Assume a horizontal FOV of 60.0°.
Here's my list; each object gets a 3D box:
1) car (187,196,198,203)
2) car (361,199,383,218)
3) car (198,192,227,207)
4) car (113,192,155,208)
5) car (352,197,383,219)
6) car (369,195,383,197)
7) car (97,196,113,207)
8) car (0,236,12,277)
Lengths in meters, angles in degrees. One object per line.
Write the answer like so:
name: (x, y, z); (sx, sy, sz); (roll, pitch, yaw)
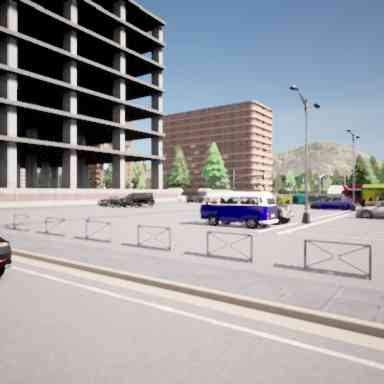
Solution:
car: (0.799, 1.380, 61.544); (1.994, 1.385, 4.181); (0, 0, 35)
car: (16.157, 1.354, 27.257); (3.905, 1.438, 1.784); (0, 0, 36)
car: (3.680, 1.220, 59.554); (2.097, 1.767, 4.553); (0, 0, 35)
car: (-7.330, 1.035, 44.117); (2.150, 2.045, 5.566); (0, 0, 35)
car: (14.471, 1.385, 24.904); (3.806, 1.475, 1.970); (0, 0, 36)
car: (17.679, 1.143, 29.468); (4.605, 1.855, 1.932); (0, 0, 36)
car: (-10.685, 1.291, 45.433); (2.128, 1.511, 4.902); (0, 0, 35)
car: (-6.623, 1.449, 8.670); (4.902, 1.511, 2.128); (0, 0, 35)
